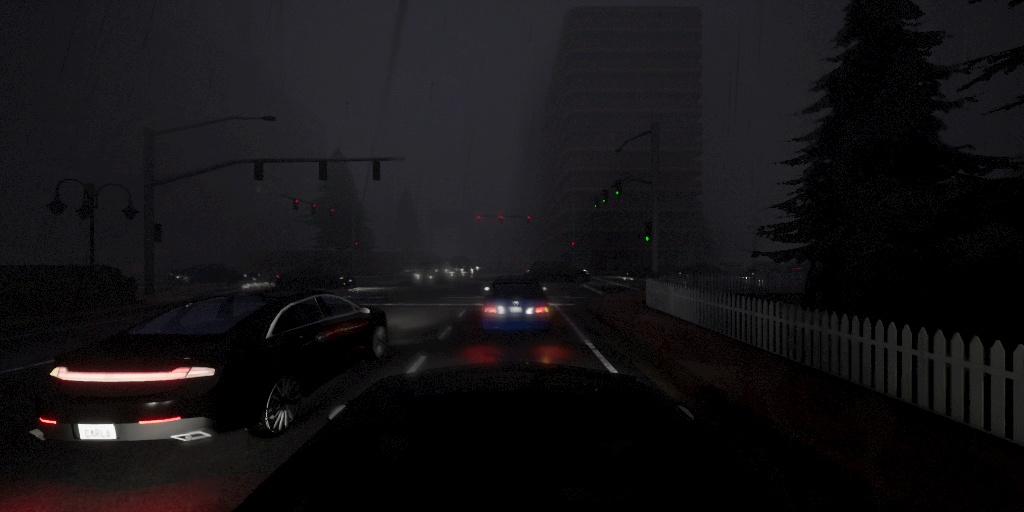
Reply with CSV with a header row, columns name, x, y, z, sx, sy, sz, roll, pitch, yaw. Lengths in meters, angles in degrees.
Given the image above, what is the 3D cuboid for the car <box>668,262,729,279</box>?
name,x,y,z,sx,sy,sz,roll,pitch,yaw
car,15.889,1.259,30.586,4.181,1.385,1.994,0,0,-20

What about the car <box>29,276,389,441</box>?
name,x,y,z,sx,sy,sz,roll,pitch,yaw
car,-3.427,1.242,5.397,2.128,1.511,4.902,0,0,0

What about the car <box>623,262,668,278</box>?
name,x,y,z,sx,sy,sz,roll,pitch,yaw
car,13.155,1.242,33.411,5.357,1.411,2.033,0,0,-13

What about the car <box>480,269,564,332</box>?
name,x,y,z,sx,sy,sz,roll,pitch,yaw
car,0.122,1.297,10.809,2.033,1.411,5.357,0,0,1

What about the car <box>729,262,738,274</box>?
name,x,y,z,sx,sy,sz,roll,pitch,yaw
car,22.056,1.295,36.974,4.718,1.301,1.895,0,0,-30

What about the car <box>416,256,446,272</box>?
name,x,y,z,sx,sy,sz,roll,pitch,yaw
car,-10.529,0.971,45.981,2.150,2.045,5.566,0,0,2

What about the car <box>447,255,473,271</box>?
name,x,y,z,sx,sy,sz,roll,pitch,yaw
car,-7.057,0.971,49.141,2.150,2.045,5.566,0,0,0

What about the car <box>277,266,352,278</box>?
name,x,y,z,sx,sy,sz,roll,pitch,yaw
car,-11.658,1.294,21.402,4.181,1.385,1.994,0,0,0

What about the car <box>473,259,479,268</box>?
name,x,y,z,sx,sy,sz,roll,pitch,yaw
car,-7.025,1.255,58.952,1.837,1.490,4.892,0,0,0

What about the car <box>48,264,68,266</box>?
name,x,y,z,sx,sy,sz,roll,pitch,yaw
car,-26.729,1.220,21.303,4.674,1.442,1.812,0,0,0

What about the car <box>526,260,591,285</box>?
name,x,y,z,sx,sy,sz,roll,pitch,yaw
car,3.120,1.072,25.052,4.553,1.767,2.097,0,0,-1

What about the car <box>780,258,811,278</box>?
name,x,y,z,sx,sy,sz,roll,pitch,yaw
car,25.476,1.199,30.703,4.892,1.490,1.837,0,1,-28

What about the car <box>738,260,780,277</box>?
name,x,y,z,sx,sy,sz,roll,pitch,yaw
car,24.369,1.242,34.262,5.357,1.411,2.033,0,0,-31

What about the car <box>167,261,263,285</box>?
name,x,y,z,sx,sy,sz,roll,pitch,yaw
car,-20.491,1.242,24.843,5.357,1.411,2.033,0,0,0
